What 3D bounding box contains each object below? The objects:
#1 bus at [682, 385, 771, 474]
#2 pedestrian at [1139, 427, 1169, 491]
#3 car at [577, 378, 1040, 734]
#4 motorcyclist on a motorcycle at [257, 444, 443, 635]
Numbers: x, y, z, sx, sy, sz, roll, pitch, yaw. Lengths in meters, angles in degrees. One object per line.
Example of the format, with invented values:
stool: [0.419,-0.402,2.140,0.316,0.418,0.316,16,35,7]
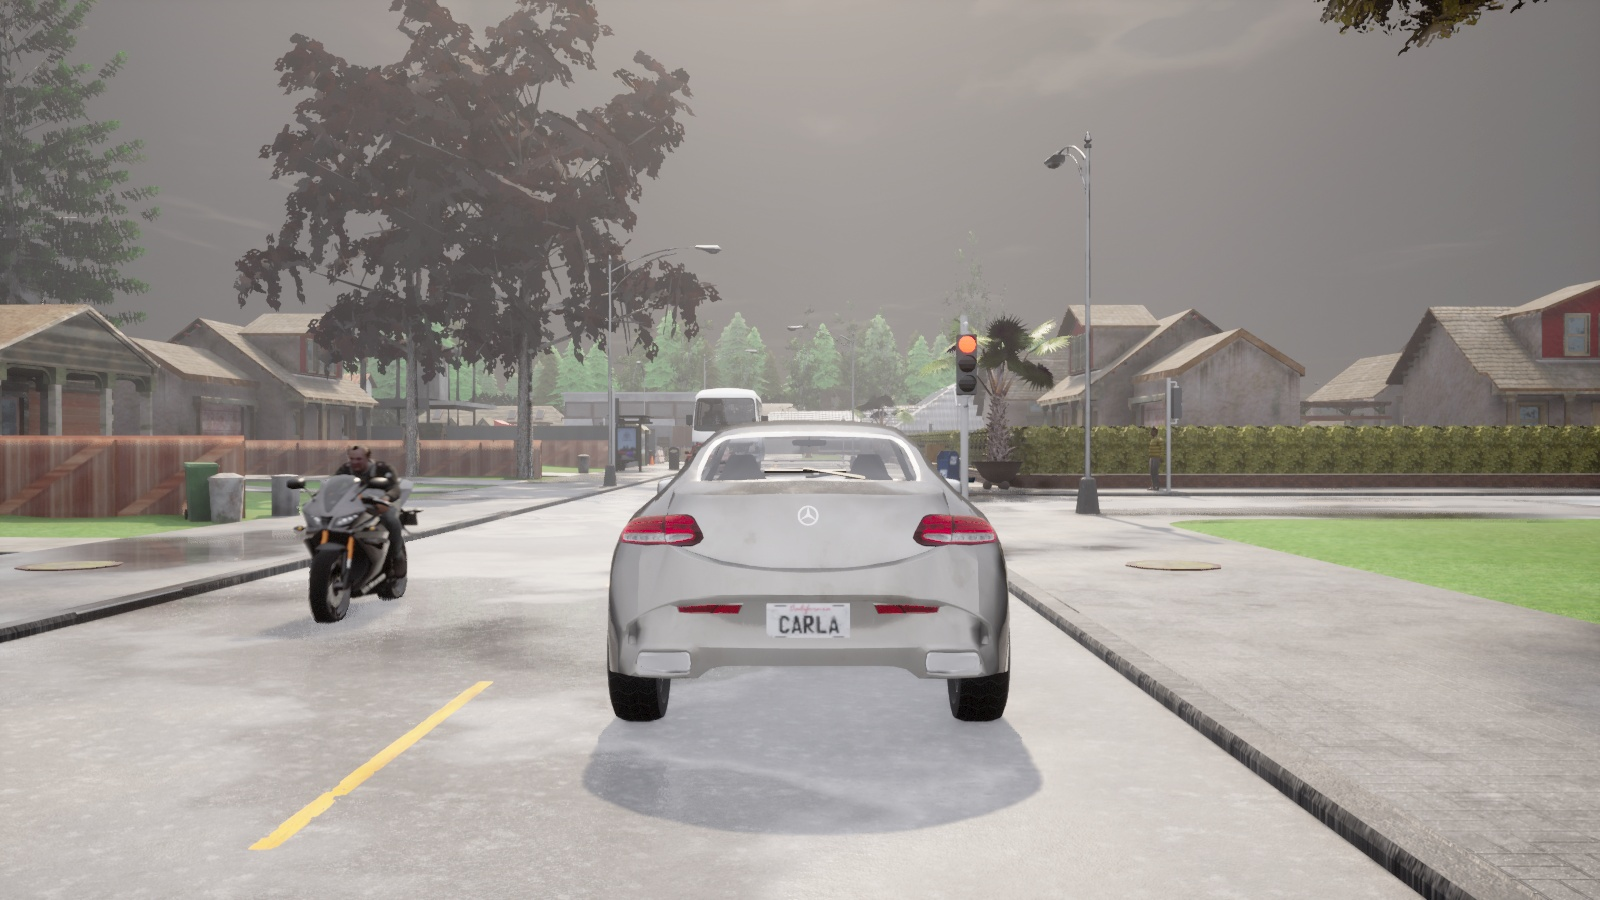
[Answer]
bus: [-3.622,-1.001,65.183,3.944,4.253,10.273,0,0,0]
pedestrian: [10.225,0.260,36.252,0.709,1.840,0.431,0,0,-14]
car: [0.062,0.478,8.355,2.152,1.651,5.027,0,0,1]
motorcyclist on a motorcycle: [-3.929,0.715,11.199,0.866,1.530,2.191,0,0,0]
